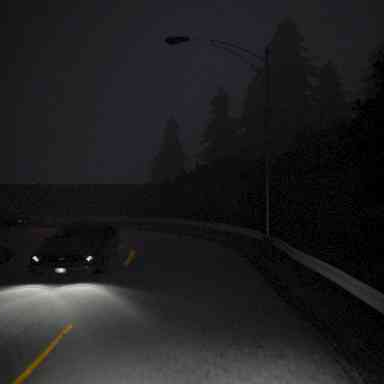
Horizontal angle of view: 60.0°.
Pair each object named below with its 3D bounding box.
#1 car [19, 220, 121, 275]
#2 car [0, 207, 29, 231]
[{"bbox_3d":[-3.602,1.686,11.291,2.033,1.411,5.357,0,-1,-4],"label":"car"},{"bbox_3d":[-13.468,1.759,22.112,4.902,1.511,2.128,0,-1,1],"label":"car"}]
